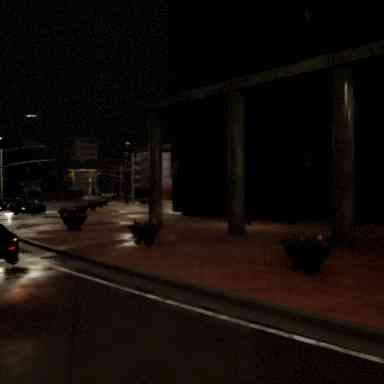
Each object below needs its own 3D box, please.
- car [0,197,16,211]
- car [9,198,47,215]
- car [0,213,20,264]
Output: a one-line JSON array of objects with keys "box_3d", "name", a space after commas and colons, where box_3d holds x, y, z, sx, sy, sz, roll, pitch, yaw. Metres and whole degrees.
[{"box_3d": [-19.800, 1.370, 36.324, 1.837, 1.490, 4.892, 0, 1, -8], "name": "car"}, {"box_3d": [-15.384, 1.441, 31.761, 1.994, 1.385, 4.181, 0, 0, -9], "name": "car"}, {"box_3d": [-7.030, 1.489, 10.601, 4.674, 1.442, 1.812, 0, 1, 45], "name": "car"}]
